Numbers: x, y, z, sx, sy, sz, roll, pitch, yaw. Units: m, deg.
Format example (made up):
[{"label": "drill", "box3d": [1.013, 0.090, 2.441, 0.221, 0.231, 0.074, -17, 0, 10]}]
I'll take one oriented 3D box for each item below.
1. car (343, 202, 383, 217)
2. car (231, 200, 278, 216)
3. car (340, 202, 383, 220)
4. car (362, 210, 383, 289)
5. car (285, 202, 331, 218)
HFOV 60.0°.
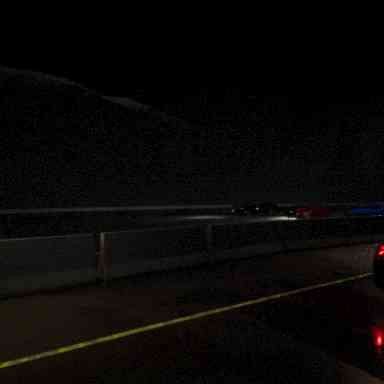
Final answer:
[{"label": "car", "box3d": [13.377, 1.504, 23.897, 5.008, 1.535, 1.882, 0, 0, -26]}, {"label": "car", "box3d": [6.002, 1.494, 31.898, 4.902, 1.511, 2.128, 0, 0, -28]}, {"label": "car", "box3d": [15.047, 1.593, 28.598, 4.181, 1.385, 1.994, 0, 0, -25]}, {"label": "car", "box3d": [6.323, 1.365, 7.731, 4.553, 1.767, 2.097, 0, 0, -32]}, {"label": "car", "box3d": [10.588, 1.580, 30.314, 4.181, 1.385, 1.994, 0, 0, -26]}]
